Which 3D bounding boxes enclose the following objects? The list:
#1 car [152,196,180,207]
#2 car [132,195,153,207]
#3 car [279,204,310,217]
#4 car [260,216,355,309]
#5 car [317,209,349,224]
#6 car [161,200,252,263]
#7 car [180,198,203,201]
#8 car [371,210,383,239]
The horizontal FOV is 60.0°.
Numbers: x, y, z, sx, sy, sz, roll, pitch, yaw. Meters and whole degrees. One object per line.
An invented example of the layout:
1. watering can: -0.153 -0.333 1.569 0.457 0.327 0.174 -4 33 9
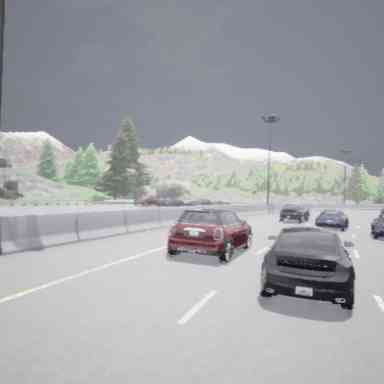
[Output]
1. car: -2.792 1.388 43.920 1.994 1.385 4.181 3 0 32
2. car: -6.072 1.204 45.259 1.812 1.442 4.674 3 0 32
3. car: 9.175 1.868 29.529 1.837 1.490 4.892 2 0 30
4. car: 2.931 1.622 8.411 1.837 1.490 4.892 2 0 21
5. car: 10.342 1.985 24.453 1.994 1.385 4.181 3 0 28
6. car: 0.861 1.373 12.563 2.097 1.767 4.553 3 0 22
7. car: 1.164 1.544 43.632 2.033 1.411 5.357 3 0 33
8. car: 11.864 2.058 19.842 1.994 1.385 4.181 3 0 26
